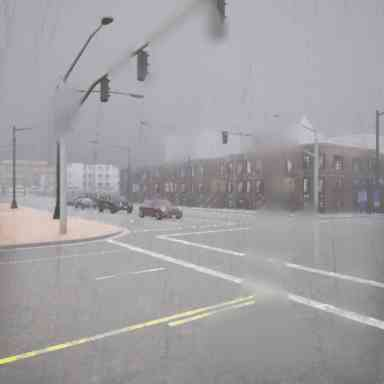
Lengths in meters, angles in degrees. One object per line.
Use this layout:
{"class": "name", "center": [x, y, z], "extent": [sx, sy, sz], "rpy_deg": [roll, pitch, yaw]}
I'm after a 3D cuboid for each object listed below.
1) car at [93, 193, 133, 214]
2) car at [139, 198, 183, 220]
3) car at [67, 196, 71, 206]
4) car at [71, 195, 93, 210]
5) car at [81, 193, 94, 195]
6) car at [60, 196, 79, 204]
{"class": "car", "center": [-8.434, 1.221, 36.198], "extent": [2.150, 2.045, 5.566], "rpy_deg": [0, 0, -36]}
{"class": "car", "center": [-2.720, 1.352, 28.259], "extent": [2.097, 1.767, 4.553], "rpy_deg": [0, 0, -35]}
{"class": "car", "center": [-20.027, 1.564, 52.421], "extent": [1.994, 1.385, 4.181], "rpy_deg": [0, 0, -35]}
{"class": "car", "center": [-14.225, 1.526, 44.293], "extent": [1.812, 1.442, 4.674], "rpy_deg": [0, 0, -35]}
{"class": "car", "center": [-17.293, 1.221, 54.874], "extent": [2.150, 2.045, 5.566], "rpy_deg": [0, 0, -36]}
{"class": "car", "center": [-23.415, 1.547, 63.394], "extent": [2.033, 1.411, 5.357], "rpy_deg": [0, 0, -36]}
